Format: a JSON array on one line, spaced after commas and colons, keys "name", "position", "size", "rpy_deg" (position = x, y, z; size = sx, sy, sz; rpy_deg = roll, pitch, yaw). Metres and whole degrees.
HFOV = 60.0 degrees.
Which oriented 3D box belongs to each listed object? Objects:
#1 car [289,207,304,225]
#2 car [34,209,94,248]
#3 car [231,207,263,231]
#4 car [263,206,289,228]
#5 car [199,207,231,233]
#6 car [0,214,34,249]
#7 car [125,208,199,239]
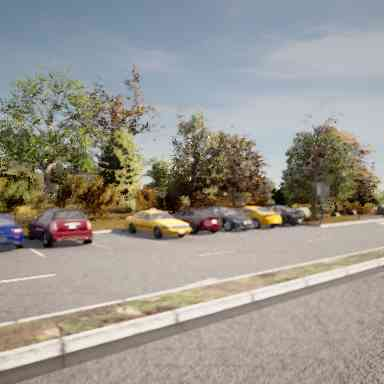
[{"name": "car", "position": [6.524, 1.859, 26.588], "size": [2.231, 1.521, 4.892], "rpy_deg": [0, -1, -37]}, {"name": "car", "position": [-6.622, 1.601, 16.583], "size": [2.185, 1.767, 4.553], "rpy_deg": [1, -1, -37]}, {"name": "car", "position": [2.128, 1.826, 23.268], "size": [2.231, 1.521, 4.892], "rpy_deg": [0, -1, -37]}, {"name": "car", "position": [4.329, 1.842, 24.923], "size": [2.097, 1.535, 5.008], "rpy_deg": [0, -1, -37]}, {"name": "car", "position": [-0.077, 1.836, 21.623], "size": [2.163, 1.488, 4.792], "rpy_deg": [1, -1, -37]}, {"name": "car", "position": [-8.840, 1.730, 14.934], "size": [2.002, 1.452, 4.674], "rpy_deg": [1, -1, -37]}, {"name": "car", "position": [-2.146, 1.777, 19.784], "size": [1.946, 1.575, 5.366], "rpy_deg": [1, -1, -37]}]
